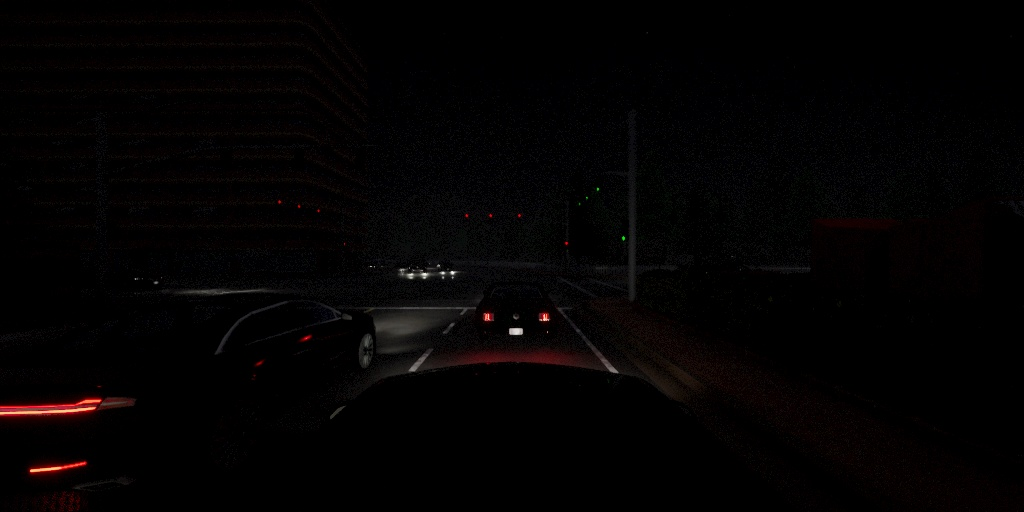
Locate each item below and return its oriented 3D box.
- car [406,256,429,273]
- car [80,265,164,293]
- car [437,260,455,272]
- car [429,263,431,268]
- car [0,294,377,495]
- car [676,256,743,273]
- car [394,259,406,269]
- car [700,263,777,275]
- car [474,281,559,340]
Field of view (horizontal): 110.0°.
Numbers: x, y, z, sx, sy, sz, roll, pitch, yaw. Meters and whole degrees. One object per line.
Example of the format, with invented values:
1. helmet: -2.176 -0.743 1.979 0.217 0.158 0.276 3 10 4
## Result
1. car: -11.794 0.970 44.804 2.150 2.045 5.566 0 0 -15
2. car: -23.246 1.296 20.960 4.902 1.511 2.128 0 0 1
3. car: -8.870 1.295 47.747 2.033 1.411 5.357 0 0 -18
4. car: -15.343 1.253 60.066 1.837 1.490 4.892 0 -1 -39
5. car: -3.426 1.241 4.729 2.128 1.511 4.902 0 0 0
6. car: 17.302 1.025 31.284 5.566 2.045 2.150 0 0 1
7. car: -17.253 1.273 56.832 1.812 1.442 4.674 0 0 -36
8. car: 17.587 1.405 27.780 4.718 1.301 1.895 0 0 1
9. car: 0.113 1.350 9.993 1.895 1.301 4.718 0 0 1
